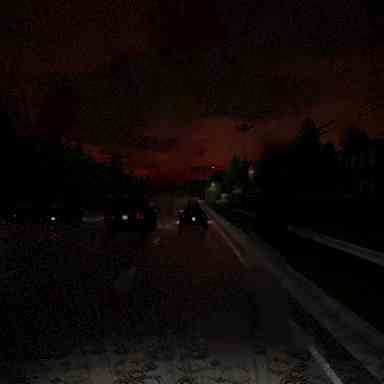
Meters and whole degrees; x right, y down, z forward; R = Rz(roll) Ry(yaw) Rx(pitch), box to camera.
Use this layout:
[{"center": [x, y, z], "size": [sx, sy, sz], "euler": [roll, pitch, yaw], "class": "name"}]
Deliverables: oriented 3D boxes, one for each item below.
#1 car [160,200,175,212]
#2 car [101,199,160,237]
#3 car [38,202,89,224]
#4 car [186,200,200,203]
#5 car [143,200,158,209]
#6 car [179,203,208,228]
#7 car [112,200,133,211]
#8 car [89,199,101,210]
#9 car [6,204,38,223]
[{"center": [-3.387, 1.899, 44.336], "size": [1.837, 1.490, 4.892], "euler": [0, 0, 0], "class": "car"}, {"center": [-3.397, 1.397, 19.548], "size": [2.150, 2.045, 5.566], "euler": [0, 0, 0], "class": "car"}, {"center": [-10.393, 1.749, 27.324], "size": [1.837, 1.490, 4.892], "euler": [0, 0, 0], "class": "car"}, {"center": [0.113, 1.920, 50.026], "size": [1.882, 1.535, 5.008], "euler": [0, 0, 0], "class": "car"}, {"center": [-6.885, 2.016, 55.388], "size": [1.812, 1.442, 4.674], "euler": [0, 0, 0], "class": "car"}, {"center": [0.106, 1.779, 24.178], "size": [1.994, 1.385, 4.181], "euler": [0, 0, 0], "class": "car"}, {"center": [-10.387, 1.938, 50.324], "size": [2.128, 1.511, 4.902], "euler": [0, 0, 0], "class": "car"}, {"center": [-13.888, 1.786, 49.050], "size": [2.097, 1.767, 4.553], "euler": [0, -1, 0], "class": "car"}, {"center": [-13.891, 1.731, 28.528], "size": [1.882, 1.535, 5.008], "euler": [0, 0, 0], "class": "car"}]
